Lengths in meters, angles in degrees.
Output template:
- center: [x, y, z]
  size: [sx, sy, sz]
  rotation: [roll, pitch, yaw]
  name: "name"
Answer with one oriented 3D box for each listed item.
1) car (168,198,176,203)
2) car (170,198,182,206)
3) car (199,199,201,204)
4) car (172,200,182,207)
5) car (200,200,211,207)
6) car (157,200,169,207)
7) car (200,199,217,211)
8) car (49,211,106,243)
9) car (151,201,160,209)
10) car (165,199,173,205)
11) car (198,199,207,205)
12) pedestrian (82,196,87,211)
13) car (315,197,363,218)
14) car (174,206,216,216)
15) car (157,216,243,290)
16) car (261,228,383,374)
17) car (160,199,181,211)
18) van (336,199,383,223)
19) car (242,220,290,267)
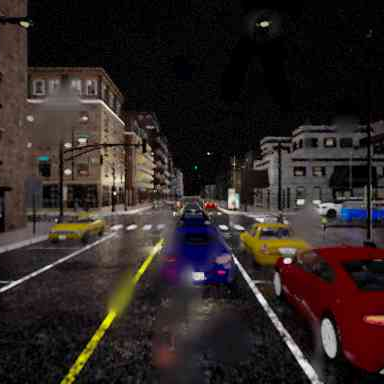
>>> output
- center: [-5.718, 2.438, 95.215]
  size: [1.967, 1.590, 4.097]
  rotation: [0, -1, 0]
  name: "car"
- center: [-3.089, 1.937, 58.084]
  size: [2.097, 1.767, 4.553]
  rotation: [0, -1, 0]
  name: "car"
- center: [2.672, 2.199, 61.051]
  size: [1.802, 1.307, 4.206]
  rotation: [0, -1, 0]
  name: "car"
- center: [-3.014, 2.257, 68.080]
  size: [1.994, 1.385, 4.181]
  rotation: [0, -1, 0]
  name: "car"
- center: [2.671, 2.229, 66.748]
  size: [2.008, 1.369, 4.403]
  rotation: [0, -1, 0]
  name: "car"
- center: [-5.709, 2.229, 66.733]
  size: [2.008, 1.369, 4.403]
  rotation: [0, -1, 0]
  name: "car"
- center: [2.674, 1.934, 49.659]
  size: [1.967, 1.590, 4.097]
  rotation: [0, -1, 0]
  name: "car"
- center: [-5.699, 1.690, 17.021]
  size: [1.752, 1.417, 4.829]
  rotation: [0, -1, 0]
  name: "car"
- center: [-5.707, 2.106, 55.340]
  size: [2.008, 1.369, 4.403]
  rotation: [0, -1, 0]
  name: "car"
- center: [-5.713, 2.391, 83.652]
  size: [1.752, 1.417, 4.829]
  rotation: [0, -1, 0]
  name: "car"
- center: [2.667, 2.419, 83.836]
  size: [2.008, 1.369, 4.403]
  rotation: [-1, -1, 0]
  name: "car"
- center: [-12.638, 1.452, 39.073]
  size: [0.375, 1.860, 0.375]
  rotation: [0, 0, 0]
  name: "pedestrian"
- center: [15.478, 1.577, 33.753]
  size: [5.566, 2.045, 2.150]
  rotation: [0, 0, 0]
  name: "car"
- center: [0.098, 1.750, 19.321]
  size: [1.994, 1.385, 4.181]
  rotation: [0, -1, 0]
  name: "car"
- center: [0.101, 1.615, 9.245]
  size: [1.812, 1.442, 4.674]
  rotation: [0, -1, 0]
  name: "car"
- center: [2.685, 1.601, 5.795]
  size: [1.887, 1.381, 4.507]
  rotation: [0, -1, 0]
  name: "car"
- center: [-3.107, 2.044, 48.282]
  size: [1.994, 1.385, 4.181]
  rotation: [0, -1, 0]
  name: "car"
- center: [14.653, 1.680, 27.957]
  size: [3.998, 1.788, 1.690]
  rotation: [0, 0, 0]
  name: "van"
- center: [2.683, 1.638, 11.662]
  size: [1.752, 1.417, 4.829]
  rotation: [0, -1, 0]
  name: "car"
